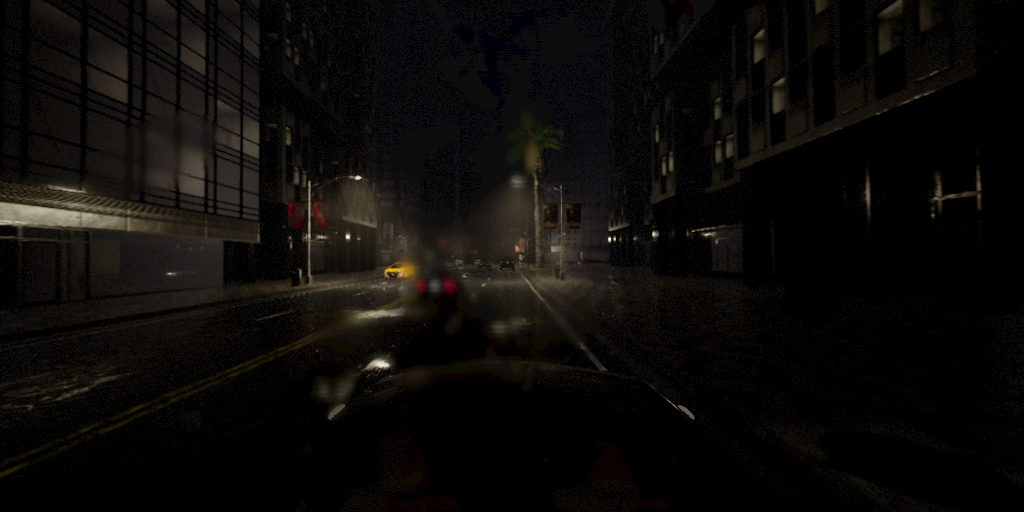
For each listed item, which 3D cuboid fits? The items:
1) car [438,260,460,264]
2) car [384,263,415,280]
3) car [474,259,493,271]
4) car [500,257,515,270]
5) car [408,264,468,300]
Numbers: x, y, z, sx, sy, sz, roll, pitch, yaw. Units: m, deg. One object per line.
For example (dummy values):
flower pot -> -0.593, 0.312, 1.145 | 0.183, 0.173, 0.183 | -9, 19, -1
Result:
car -> -7.124, 1.422, 37.460 | 2.033, 1.411, 5.357 | -1, 0, -1
car -> -10.308, 1.367, 33.406 | 1.882, 1.535, 5.008 | -1, 0, -1
car -> -3.906, 1.398, 52.051 | 2.128, 1.511, 4.902 | -1, 0, -1
car -> -0.707, 1.118, 55.226 | 2.150, 2.045, 5.566 | -1, 0, -1
car -> -3.378, 1.340, 18.014 | 2.033, 1.411, 5.357 | -1, 0, -1
